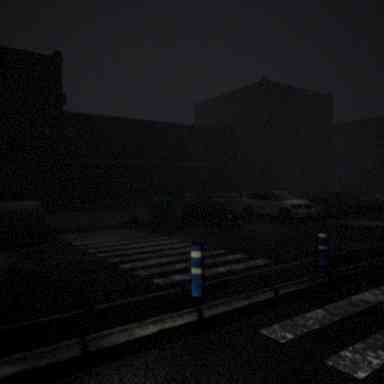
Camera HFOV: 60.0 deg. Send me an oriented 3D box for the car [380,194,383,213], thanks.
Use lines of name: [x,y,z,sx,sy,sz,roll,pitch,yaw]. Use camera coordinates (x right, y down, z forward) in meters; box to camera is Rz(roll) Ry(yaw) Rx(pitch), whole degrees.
car: [14.726,1.051,29.556,2.163,1.488,4.792,-1,0,-36]

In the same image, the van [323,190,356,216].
van: [10.252,0.859,26.541,1.878,1.987,4.442,-1,1,-35]

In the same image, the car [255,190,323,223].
car: [5.748,0.915,23.149,2.435,2.045,5.566,-1,1,-36]

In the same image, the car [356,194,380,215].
car: [12.462,1.052,27.984,2.097,1.535,5.008,-1,1,-36]

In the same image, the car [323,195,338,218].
car: [7.979,1.165,24.780,2.002,1.452,4.674,-1,1,-36]

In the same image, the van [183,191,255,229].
van: [1.314,1.035,19.876,1.878,1.987,4.442,-1,1,-36]
